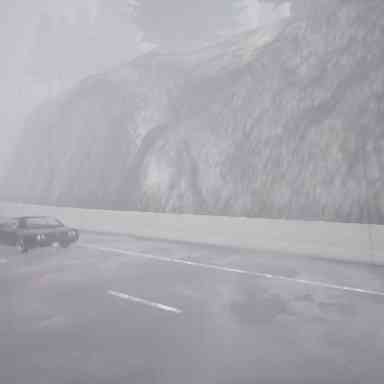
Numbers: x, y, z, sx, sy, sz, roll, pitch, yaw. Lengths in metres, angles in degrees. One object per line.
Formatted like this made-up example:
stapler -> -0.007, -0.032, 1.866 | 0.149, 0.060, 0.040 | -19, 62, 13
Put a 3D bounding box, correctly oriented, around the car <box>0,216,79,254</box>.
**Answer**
car -> -6.674, 1.616, 13.606 | 4.718, 1.301, 1.895 | 0, 0, 40
